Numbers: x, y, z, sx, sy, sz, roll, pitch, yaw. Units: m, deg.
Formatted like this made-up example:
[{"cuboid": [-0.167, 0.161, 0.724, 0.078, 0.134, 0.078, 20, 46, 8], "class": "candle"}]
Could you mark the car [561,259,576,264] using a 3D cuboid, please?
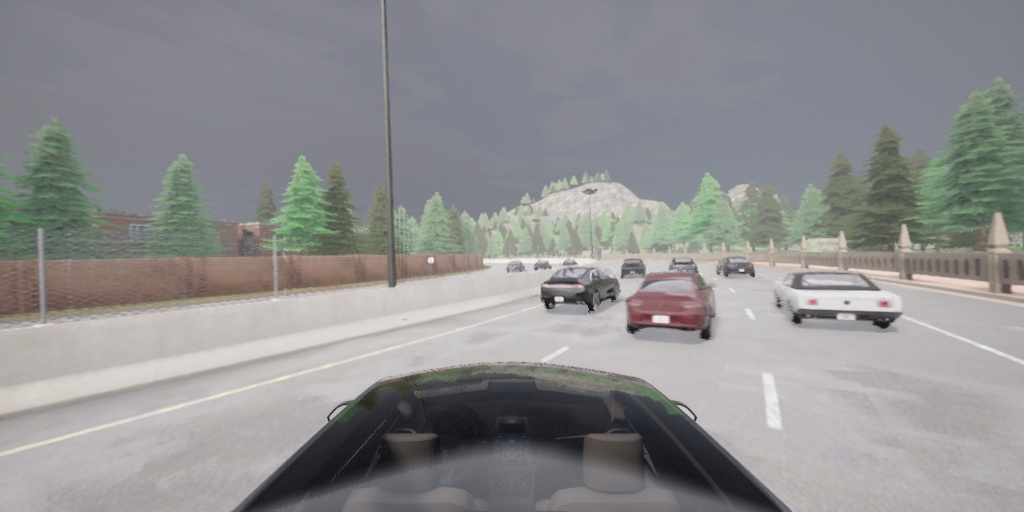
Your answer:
[{"cuboid": [7.498, 1.094, 46.583, 2.033, 1.411, 5.357, -2, 0, 12], "class": "car"}]

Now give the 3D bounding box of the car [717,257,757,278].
[{"cuboid": [16.213, 0.756, 26.184, 1.812, 1.442, 4.674, -2, 0, 21], "class": "car"}]

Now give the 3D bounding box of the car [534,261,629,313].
[{"cuboid": [2.751, 1.161, 13.787, 2.128, 1.511, 4.902, -2, 0, 30], "class": "car"}]

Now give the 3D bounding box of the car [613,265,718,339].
[{"cuboid": [4.323, 1.138, 9.578, 1.812, 1.442, 4.674, -2, 0, 31], "class": "car"}]

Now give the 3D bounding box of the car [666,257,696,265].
[{"cuboid": [12.851, 0.836, 27.199, 2.128, 1.511, 4.902, -2, 0, 21], "class": "car"}]

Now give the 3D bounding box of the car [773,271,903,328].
[{"cuboid": [8.724, 1.066, 10.102, 1.895, 1.301, 4.718, -2, 0, 30], "class": "car"}]

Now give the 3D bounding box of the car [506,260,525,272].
[{"cuboid": [0.547, 1.307, 47.562, 1.812, 1.442, 4.674, -2, 0, 12], "class": "car"}]

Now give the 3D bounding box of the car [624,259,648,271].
[{"cuboid": [9.934, 0.950, 29.360, 1.837, 1.490, 4.892, -2, 0, 20], "class": "car"}]

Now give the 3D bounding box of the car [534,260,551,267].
[{"cuboid": [4.055, 1.211, 47.204, 2.033, 1.411, 5.357, -2, 0, 12], "class": "car"}]
